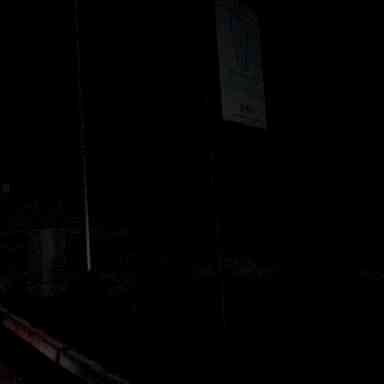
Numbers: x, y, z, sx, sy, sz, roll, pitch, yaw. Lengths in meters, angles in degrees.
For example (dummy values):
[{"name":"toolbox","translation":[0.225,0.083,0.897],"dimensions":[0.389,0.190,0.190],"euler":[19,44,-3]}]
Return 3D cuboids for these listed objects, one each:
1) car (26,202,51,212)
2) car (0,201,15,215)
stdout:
[{"name":"car","translation":[-23.523,2.231,51.209],"dimensions":[1.994,1.385,4.181],"euler":[-4,-1,7]},{"name":"car","translation":[-23.182,1.881,39.829],"dimensions":[2.097,1.767,4.553],"euler":[-3,0,-5]}]
